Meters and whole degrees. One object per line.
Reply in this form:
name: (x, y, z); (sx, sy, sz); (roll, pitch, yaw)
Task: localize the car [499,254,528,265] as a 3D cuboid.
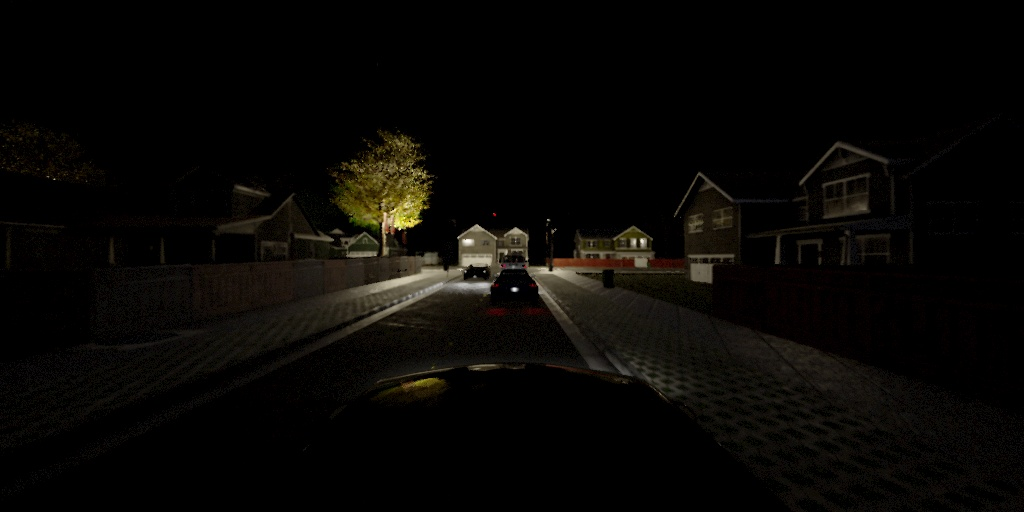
car: (0.106, 0.875, 28.799); (2.150, 2.045, 5.566); (0, 0, 0)

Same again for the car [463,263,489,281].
car: (-2.780, 1.254, 29.257); (1.895, 1.301, 4.718); (0, 0, 1)

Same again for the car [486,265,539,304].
car: (0.104, 1.265, 15.887); (1.994, 1.385, 4.181); (0, 0, 0)
